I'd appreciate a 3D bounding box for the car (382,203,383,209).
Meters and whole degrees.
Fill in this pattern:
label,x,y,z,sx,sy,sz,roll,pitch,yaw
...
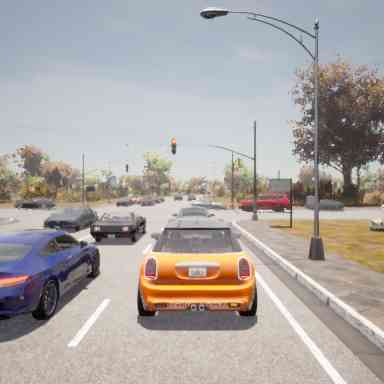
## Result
label,x,y,z,sx,sy,sz,roll,pitch,yaw
car,23.520,1.211,35.641,5.566,2.045,2.150,0,0,3

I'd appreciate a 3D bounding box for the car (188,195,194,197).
label,x,y,z,sx,sy,sz,roll,pitch,yaw
car,-0.068,1.552,83.349,1.994,1.385,4.181,0,0,0

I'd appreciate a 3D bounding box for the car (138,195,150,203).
label,x,y,z,sx,sy,sz,roll,pitch,yaw
car,-10.561,1.478,72.863,1.882,1.535,5.008,0,0,0

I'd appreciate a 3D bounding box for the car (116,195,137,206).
label,x,y,z,sx,sy,sz,roll,pitch,yaw
car,-10.643,1.547,53.164,2.033,1.411,5.357,0,0,1

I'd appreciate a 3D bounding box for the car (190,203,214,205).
label,x,y,z,sx,sy,sz,roll,pitch,yaw
car,0.086,1.505,16.616,1.837,1.490,4.892,0,0,0

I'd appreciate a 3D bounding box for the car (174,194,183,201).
label,x,y,z,sx,sy,sz,roll,pitch,yaw
car,-3.567,1.492,84.628,1.837,1.490,4.892,0,0,0

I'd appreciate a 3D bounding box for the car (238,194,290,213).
label,x,y,z,sx,sy,sz,roll,pitch,yaw
car,7.855,1.221,36.490,5.566,2.045,2.150,0,0,3

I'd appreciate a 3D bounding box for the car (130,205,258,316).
label,x,y,z,sx,sy,sz,roll,pitch,yaw
car,0.094,1.352,7.659,2.097,1.767,4.553,0,0,0

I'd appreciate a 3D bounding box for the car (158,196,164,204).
label,x,y,z,sx,sy,sz,roll,pitch,yaw
car,-7.103,1.477,63.838,1.882,1.535,5.008,0,0,0

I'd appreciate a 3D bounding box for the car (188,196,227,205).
label,x,y,z,sx,sy,sz,roll,pitch,yaw
car,1.998,1.601,42.833,4.718,1.301,1.895,0,0,39

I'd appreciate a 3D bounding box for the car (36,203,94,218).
label,x,y,z,sx,sy,sz,roll,pitch,yaw
car,-7.293,1.547,20.555,2.033,1.411,5.357,0,0,-1

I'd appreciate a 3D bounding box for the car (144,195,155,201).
label,x,y,z,sx,sy,sz,roll,pitch,yaw
car,-10.568,1.525,83.199,2.128,1.511,4.902,0,0,0

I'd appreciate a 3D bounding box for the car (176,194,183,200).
label,x,y,z,sx,sy,sz,roll,pitch,yaw
car,-3.535,1.374,95.036,1.812,1.442,4.674,0,0,1

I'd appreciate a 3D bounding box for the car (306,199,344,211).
label,x,y,z,sx,sy,sz,roll,pitch,yaw
car,15.751,1.564,39.562,4.181,1.385,1.994,0,0,3

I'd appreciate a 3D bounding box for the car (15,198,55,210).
label,x,y,z,sx,sy,sz,roll,pitch,yaw
car,-19.553,1.491,41.523,4.902,1.511,2.128,0,0,3

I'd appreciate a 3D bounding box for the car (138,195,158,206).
label,x,y,z,sx,sy,sz,roll,pitch,yaw
car,-7.125,1.505,54.360,1.837,1.490,4.892,0,0,1

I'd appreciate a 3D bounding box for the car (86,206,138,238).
label,x,y,z,sx,sy,sz,roll,pitch,yaw
car,-3.414,1.601,16.349,1.895,1.301,4.718,0,0,0

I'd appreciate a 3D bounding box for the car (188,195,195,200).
label,x,y,z,sx,sy,sz,roll,pitch,yaw
car,-0.034,1.500,95.046,1.837,1.490,4.892,0,0,1

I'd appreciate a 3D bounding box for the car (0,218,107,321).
label,x,y,z,sx,sy,sz,roll,pitch,yaw
car,-3.406,1.526,7.191,1.812,1.442,4.674,0,0,0
